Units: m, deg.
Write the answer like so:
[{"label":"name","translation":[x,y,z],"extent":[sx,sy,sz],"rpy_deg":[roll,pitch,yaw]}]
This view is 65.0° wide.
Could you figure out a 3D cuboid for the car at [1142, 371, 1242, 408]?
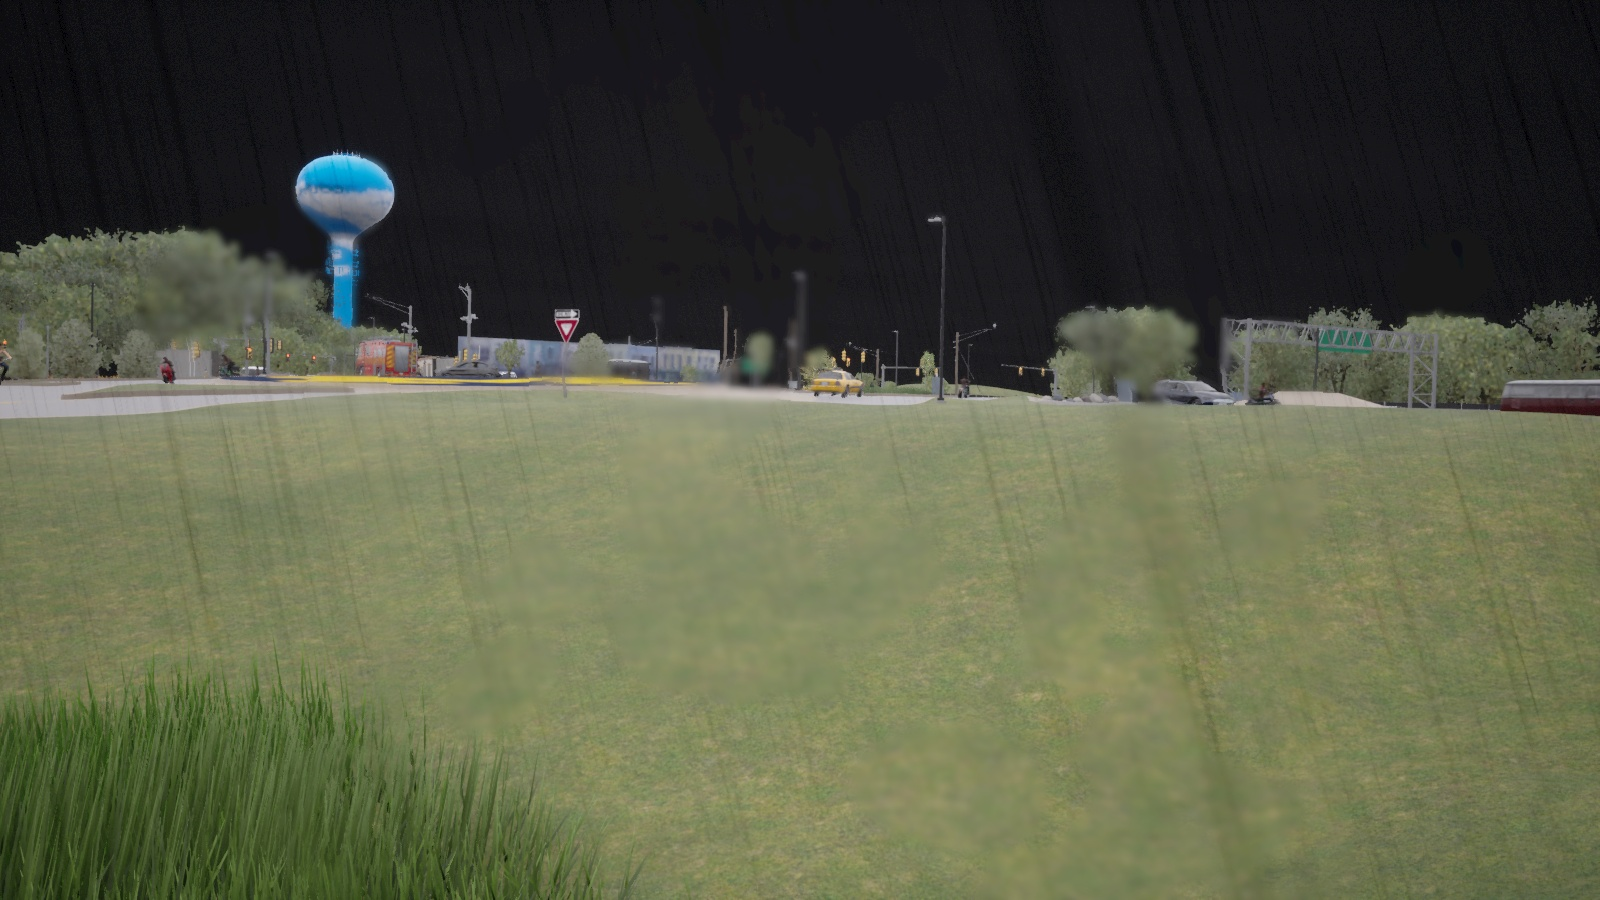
[{"label":"car","translation":[18.875,-2.971,60.713],"extent":[2.033,1.649,4.856],"rpy_deg":[-2,4,-20]}]

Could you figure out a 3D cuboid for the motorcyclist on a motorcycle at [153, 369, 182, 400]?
[{"label":"motorcyclist on a motorcycle","translation":[-32.684,-3.361,64.899],"extent":[0.797,1.523,2.044],"rpy_deg":[-6,4,-16]}]

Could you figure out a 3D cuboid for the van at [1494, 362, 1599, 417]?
[{"label":"van","translation":[28.627,-2.238,46.820],"extent":[1.775,1.987,4.442],"rpy_deg":[-2,3,-44]}]

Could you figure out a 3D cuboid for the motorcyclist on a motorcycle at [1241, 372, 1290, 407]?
[{"label":"motorcyclist on a motorcycle","translation":[22.573,-2.966,60.967],"extent":[0.766,1.649,2.350],"rpy_deg":[-1,4,-23]}]

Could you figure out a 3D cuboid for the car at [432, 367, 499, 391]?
[{"label":"car","translation":[-22.618,-4.777,85.027],"extent":[4.193,1.474,1.816],"rpy_deg":[-2,1,-12]}]

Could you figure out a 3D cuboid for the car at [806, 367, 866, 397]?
[{"label":"car","translation":[2.013,-3.761,69.188],"extent":[1.801,1.575,5.366],"rpy_deg":[2,4,18]}]
